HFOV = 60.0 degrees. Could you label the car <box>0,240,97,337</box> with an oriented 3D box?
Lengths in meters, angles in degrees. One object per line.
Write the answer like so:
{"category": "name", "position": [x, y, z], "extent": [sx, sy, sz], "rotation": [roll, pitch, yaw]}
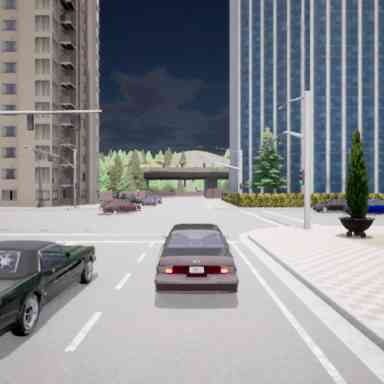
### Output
{"category": "car", "position": [-3.423, 1.603, 6.606], "extent": [1.895, 1.301, 4.718], "rotation": [0, 0, 1]}

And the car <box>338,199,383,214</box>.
{"category": "car", "position": [17.628, 1.488, 33.015], "extent": [5.008, 1.535, 1.882], "rotation": [0, 0, 0]}

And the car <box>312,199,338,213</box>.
{"category": "car", "position": [15.677, 1.517, 36.499], "extent": [4.892, 1.490, 1.837], "rotation": [0, 0, 0]}

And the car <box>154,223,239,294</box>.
{"category": "car", "position": [0.096, 1.550, 8.943], "extent": [2.033, 1.411, 5.357], "rotation": [0, 0, 0]}

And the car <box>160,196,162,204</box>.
{"category": "car", "position": [-6.899, 1.373, 63.716], "extent": [2.097, 1.767, 4.553], "rotation": [0, 0, 1]}

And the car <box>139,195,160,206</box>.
{"category": "car", "position": [-6.959, 1.370, 54.827], "extent": [2.097, 1.767, 4.553], "rotation": [0, 0, 0]}

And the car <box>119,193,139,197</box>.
{"category": "car", "position": [-10.466, 1.239, 53.862], "extent": [2.150, 2.045, 5.566], "rotation": [0, 0, 0]}

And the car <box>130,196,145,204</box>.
{"category": "car", "position": [-10.394, 1.568, 64.101], "extent": [2.033, 1.411, 5.357], "rotation": [0, 0, 1]}

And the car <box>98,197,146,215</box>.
{"category": "car", "position": [-7.486, 1.537, 34.659], "extent": [1.812, 1.442, 4.674], "rotation": [1, 0, 40]}
